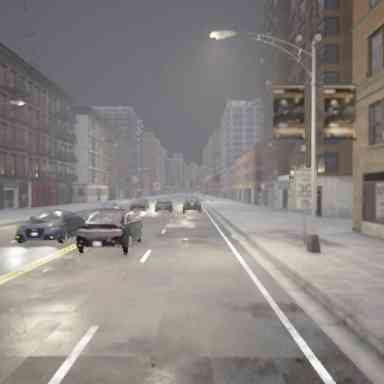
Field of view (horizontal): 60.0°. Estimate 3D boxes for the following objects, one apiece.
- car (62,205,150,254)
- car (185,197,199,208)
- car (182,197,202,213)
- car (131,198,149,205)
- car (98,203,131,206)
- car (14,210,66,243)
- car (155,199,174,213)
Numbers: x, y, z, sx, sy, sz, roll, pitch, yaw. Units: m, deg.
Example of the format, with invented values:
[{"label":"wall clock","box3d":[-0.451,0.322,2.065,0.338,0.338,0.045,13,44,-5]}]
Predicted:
[{"label":"car","box3d":[-3.144,1.498,13.459,2.128,1.511,4.902,0,0,0]},{"label":"car","box3d":[0.025,1.509,48.754,1.882,1.535,5.008,0,0,0]},{"label":"car","box3d":[0.012,1.376,37.632,2.097,1.767,4.553,0,0,0]},{"label":"car","box3d":[-6.491,1.507,41.572,1.882,1.535,5.008,0,0,0]},{"label":"car","box3d":[-6.572,1.562,26.150,2.033,1.411,5.357,0,0,0]},{"label":"car","box3d":[-6.587,1.572,15.884,1.994,1.385,4.181,0,0,0]},{"label":"car","box3d":[-3.135,1.515,38.051,2.128,1.511,4.902,0,0,0]}]
